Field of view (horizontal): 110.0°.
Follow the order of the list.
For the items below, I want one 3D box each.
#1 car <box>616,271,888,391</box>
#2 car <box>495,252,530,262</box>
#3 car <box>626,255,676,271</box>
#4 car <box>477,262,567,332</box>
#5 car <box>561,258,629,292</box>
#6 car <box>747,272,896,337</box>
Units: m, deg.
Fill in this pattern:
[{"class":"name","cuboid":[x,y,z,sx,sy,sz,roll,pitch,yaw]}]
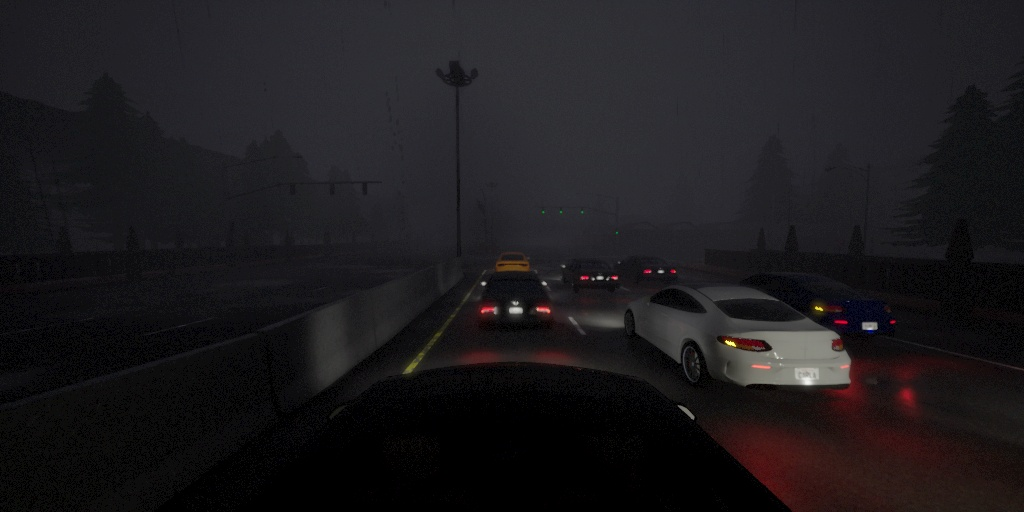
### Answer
[{"class":"car","cuboid":[3.580,1.213,6.656,1.812,1.442,4.674,0,1,0]},{"class":"car","cuboid":[0.019,0.484,20.888,1.882,1.535,5.008,0,4,0]},{"class":"car","cuboid":[7.035,0.641,19.432,2.033,1.411,5.357,0,3,0]},{"class":"car","cuboid":[0.068,1.124,10.242,2.033,1.411,5.357,0,2,0]},{"class":"car","cuboid":[3.534,0.782,16.932,2.033,1.411,5.357,0,3,0]},{"class":"car","cuboid":[7.066,1.134,9.384,1.812,1.442,4.674,0,2,0]}]
